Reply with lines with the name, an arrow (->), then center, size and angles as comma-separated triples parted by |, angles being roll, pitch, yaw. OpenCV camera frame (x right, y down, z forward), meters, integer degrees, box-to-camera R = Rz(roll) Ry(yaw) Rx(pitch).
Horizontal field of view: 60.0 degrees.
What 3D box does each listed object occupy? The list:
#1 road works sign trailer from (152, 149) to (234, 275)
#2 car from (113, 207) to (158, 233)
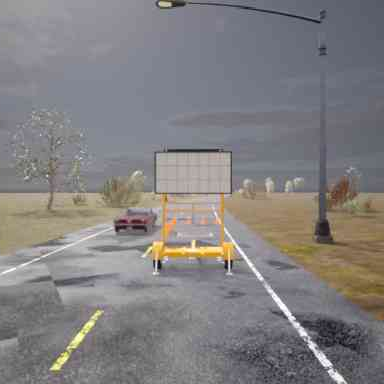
road works sign trailer -> 0.043, 0.463, 10.456 | 2.380, 3.560, 2.880 | 0, 0, 1
car -> -3.253, 1.599, 19.766 | 1.895, 1.301, 4.718 | 0, 0, 1
